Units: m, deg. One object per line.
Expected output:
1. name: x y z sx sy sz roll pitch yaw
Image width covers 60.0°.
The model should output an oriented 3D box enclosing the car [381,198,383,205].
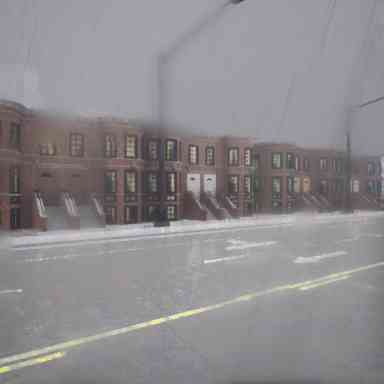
1. car: 33.295 1.655 56.011 1.895 1.301 4.718 0 0 -20
